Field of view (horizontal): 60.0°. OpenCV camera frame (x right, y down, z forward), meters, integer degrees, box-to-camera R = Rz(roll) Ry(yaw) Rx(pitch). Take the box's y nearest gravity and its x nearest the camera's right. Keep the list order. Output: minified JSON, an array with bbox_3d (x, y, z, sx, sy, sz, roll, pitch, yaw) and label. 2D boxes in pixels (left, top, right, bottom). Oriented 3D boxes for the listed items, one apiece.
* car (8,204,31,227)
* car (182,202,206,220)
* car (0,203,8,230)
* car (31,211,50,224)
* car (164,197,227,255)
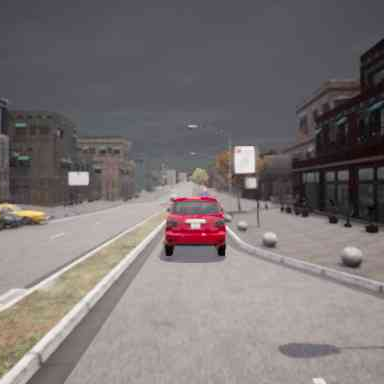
[{"bbox_3d":[-13.284,1.601,21.213,4.674,1.452,2.002,0,0,-1],"label":"car"},{"bbox_3d":[0.190,1.731,31.611,2.033,1.411,5.357,0,-1,0],"label":"car"},{"bbox_3d":[-13.223,1.415,18.459,4.553,1.767,2.185,0,0,-1],"label":"car"},{"bbox_3d":[-13.120,1.582,23.972,5.366,1.575,1.946,0,-1,-1],"label":"car"},{"bbox_3d":[0.120,1.228,13.401,2.150,2.045,5.566,0,-1,0],"label":"car"}]
